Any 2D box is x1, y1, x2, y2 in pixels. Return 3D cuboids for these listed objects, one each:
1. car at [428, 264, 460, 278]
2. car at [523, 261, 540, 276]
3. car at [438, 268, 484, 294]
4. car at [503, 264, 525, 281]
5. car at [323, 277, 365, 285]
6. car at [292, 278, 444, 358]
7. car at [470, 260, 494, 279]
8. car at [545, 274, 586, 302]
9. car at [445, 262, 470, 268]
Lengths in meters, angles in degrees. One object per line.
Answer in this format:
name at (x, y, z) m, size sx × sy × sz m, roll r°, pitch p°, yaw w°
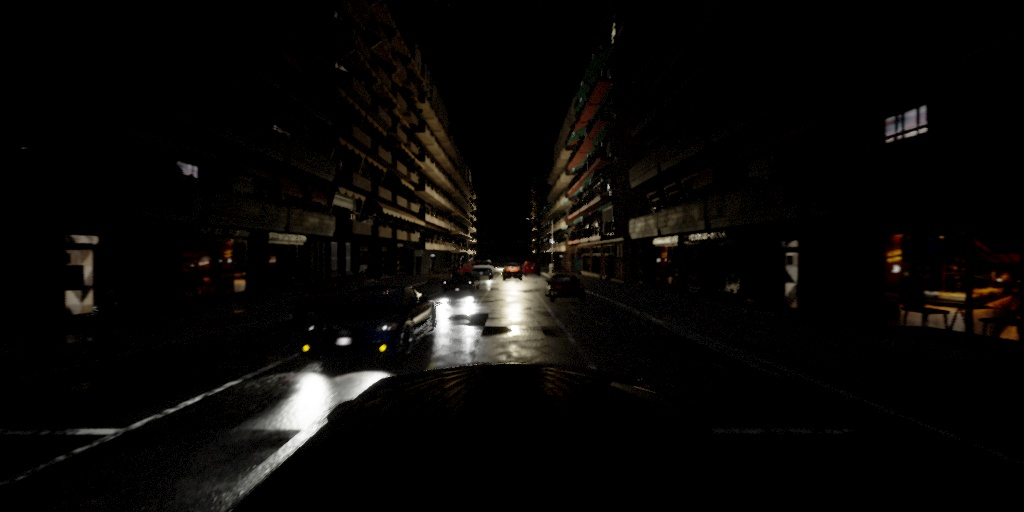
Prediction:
car at (-5.731, 1.633, 29.292) m, size 1.751 × 1.417 × 4.829 m, roll 0°, pitch 0°, yaw 0°
car at (2.593, 1.637, 46.526) m, size 2.192 × 1.841 × 5.009 m, roll 0°, pitch 0°, yaw 0°
car at (-3.095, 1.621, 22.606) m, size 1.895 × 1.301 × 4.718 m, roll 0°, pitch -1°, yaw 0°
car at (0.051, 1.787, 35.688) m, size 1.895 × 1.301 × 4.718 m, roll 0°, pitch -1°, yaw 0°
car at (-5.705, 1.435, 12.471) m, size 1.888 × 1.381 × 4.507 m, roll 0°, pitch 0°, yaw 0°
car at (-3.106, 1.402, 8.604) m, size 1.994 × 1.385 × 4.181 m, roll 0°, pitch -1°, yaw 0°
car at (-3.152, 1.460, 39.572) m, size 2.150 × 2.045 × 5.566 m, roll 0°, pitch -1°, yaw 0°
car at (2.634, 1.544, 18.207) m, size 1.802 × 1.307 × 4.207 m, roll 0°, pitch 0°, yaw 0°
car at (-5.739, 1.495, 35.126) m, size 2.192 × 1.841 × 5.009 m, roll 0°, pitch 0°, yaw 0°
